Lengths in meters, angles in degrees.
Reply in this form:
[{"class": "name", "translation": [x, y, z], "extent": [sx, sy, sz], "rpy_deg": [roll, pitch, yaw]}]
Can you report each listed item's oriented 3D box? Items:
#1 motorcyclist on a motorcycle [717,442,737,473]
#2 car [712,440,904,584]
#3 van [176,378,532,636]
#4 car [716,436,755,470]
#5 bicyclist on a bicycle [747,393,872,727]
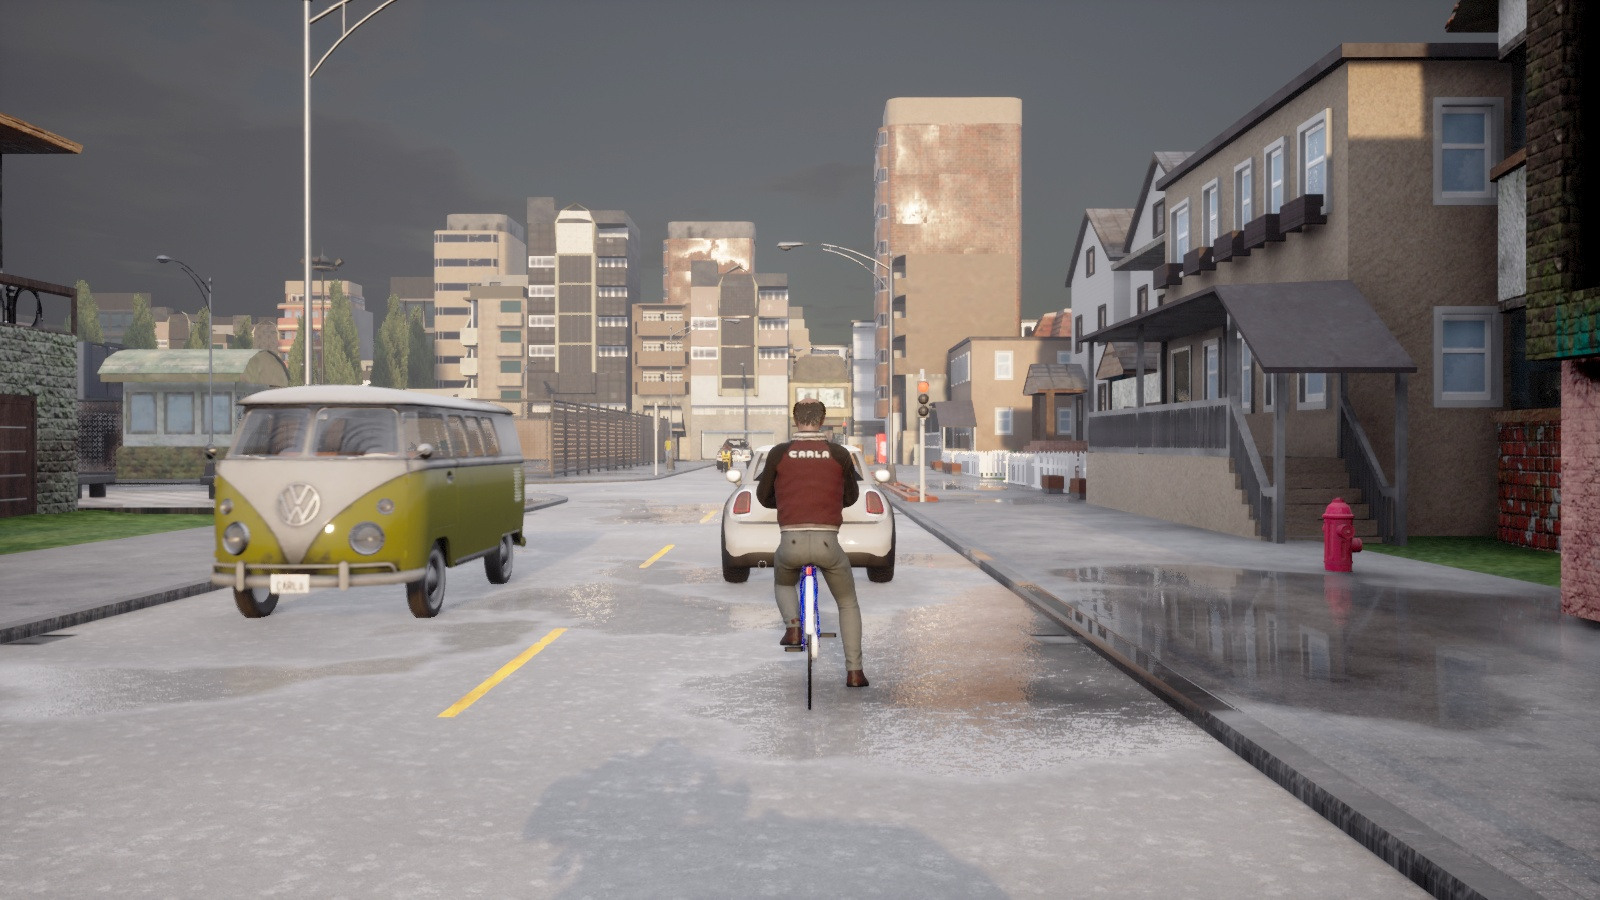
[{"class": "motorcyclist on a motorcycle", "translation": [-3.636, 0.372, 62.667], "extent": [0.797, 1.523, 2.044], "rpy_deg": [0, 0, 2]}, {"class": "car", "translation": [0.093, 0.628, 14.787], "extent": [1.970, 1.475, 3.806], "rpy_deg": [0, 0, 0]}, {"class": "van", "translation": [-3.921, 0.429, 11.928], "extent": [1.775, 1.987, 4.442], "rpy_deg": [0, 0, 0]}, {"class": "car", "translation": [-3.610, 0.161, 70.722], "extent": [1.932, 1.855, 4.605], "rpy_deg": [0, 0, 1]}, {"class": "bicyclist on a bicycle", "translation": [0.056, 0.574, 7.591], "extent": [0.659, 1.776, 1.843], "rpy_deg": [0, 1, 0]}]
